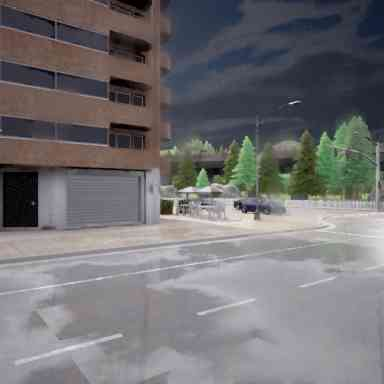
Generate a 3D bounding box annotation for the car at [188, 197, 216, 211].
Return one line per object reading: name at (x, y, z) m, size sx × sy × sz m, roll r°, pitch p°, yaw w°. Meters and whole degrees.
car at (1.601, 1.449, 40.232) m, size 1.837 × 1.490 × 4.892 m, roll 0°, pitch 0°, yaw -37°

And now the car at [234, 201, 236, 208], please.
car at (7.016, 1.422, 38.786) m, size 1.882 × 1.535 × 5.008 m, roll 0°, pitch 0°, yaw -37°

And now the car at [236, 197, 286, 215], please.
car at (6.999, 1.297, 32.861) m, size 2.097 × 1.767 × 4.553 m, roll 0°, pitch 0°, yaw -36°

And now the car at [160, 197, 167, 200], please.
car at (-5.248, 1.297, 47.869) m, size 4.553 × 1.767 × 2.097 m, roll 0°, pitch 0°, yaw 36°

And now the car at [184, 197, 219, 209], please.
car at (1.258, 1.436, 46.197) m, size 2.128 × 1.511 × 4.902 m, roll 0°, pitch 0°, yaw -41°
